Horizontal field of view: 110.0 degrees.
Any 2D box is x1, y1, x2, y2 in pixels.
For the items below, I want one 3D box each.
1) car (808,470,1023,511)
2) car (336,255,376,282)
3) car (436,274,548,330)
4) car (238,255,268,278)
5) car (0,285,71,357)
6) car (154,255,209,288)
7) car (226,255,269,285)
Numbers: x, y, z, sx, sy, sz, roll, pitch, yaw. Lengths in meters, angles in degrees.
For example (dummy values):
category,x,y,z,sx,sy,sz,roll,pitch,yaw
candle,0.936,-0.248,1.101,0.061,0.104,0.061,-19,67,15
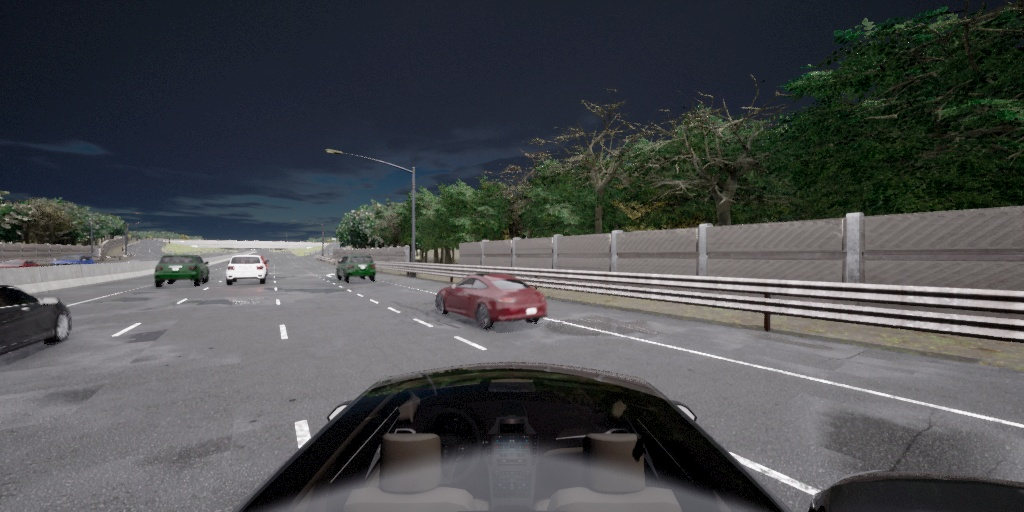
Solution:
category,x,y,z,sx,sy,sz,roll,pitch,yaw
car,2.986,1.315,0.409,4.181,1.385,1.994,0,0,34
car,-12.477,0.956,28.589,2.150,2.045,5.566,0,0,-34
car,-0.785,1.275,11.255,1.812,1.442,4.674,0,0,-34
car,-25.262,0.946,35.110,2.150,2.045,5.566,0,0,-34
car,-10.260,1.254,6.523,1.837,1.490,4.892,0,1,-34
car,-22.307,0.950,24.396,2.150,2.045,5.566,0,-1,-34
car,-19.273,0.957,26.159,2.150,2.045,5.566,0,0,-34
